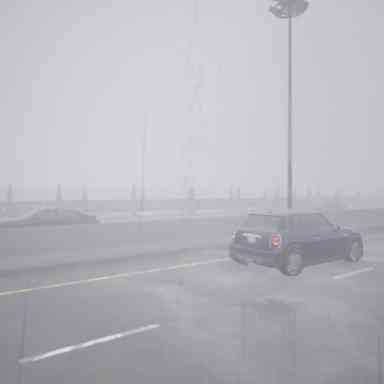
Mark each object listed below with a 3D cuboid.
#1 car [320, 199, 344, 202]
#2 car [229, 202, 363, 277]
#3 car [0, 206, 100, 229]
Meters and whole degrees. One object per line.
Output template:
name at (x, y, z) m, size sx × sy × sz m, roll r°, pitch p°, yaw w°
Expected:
car at (15.002, 1.507, 36.153) m, size 4.892 × 1.490 × 1.837 m, roll 1°, pitch 0°, yaw -35°
car at (3.387, 1.352, 10.463) m, size 4.553 × 1.767 × 2.097 m, roll 0°, pitch 0°, yaw -35°
car at (-7.063, 1.477, 16.149) m, size 5.008 × 1.535 × 1.882 m, roll 0°, pitch 0°, yaw -35°
